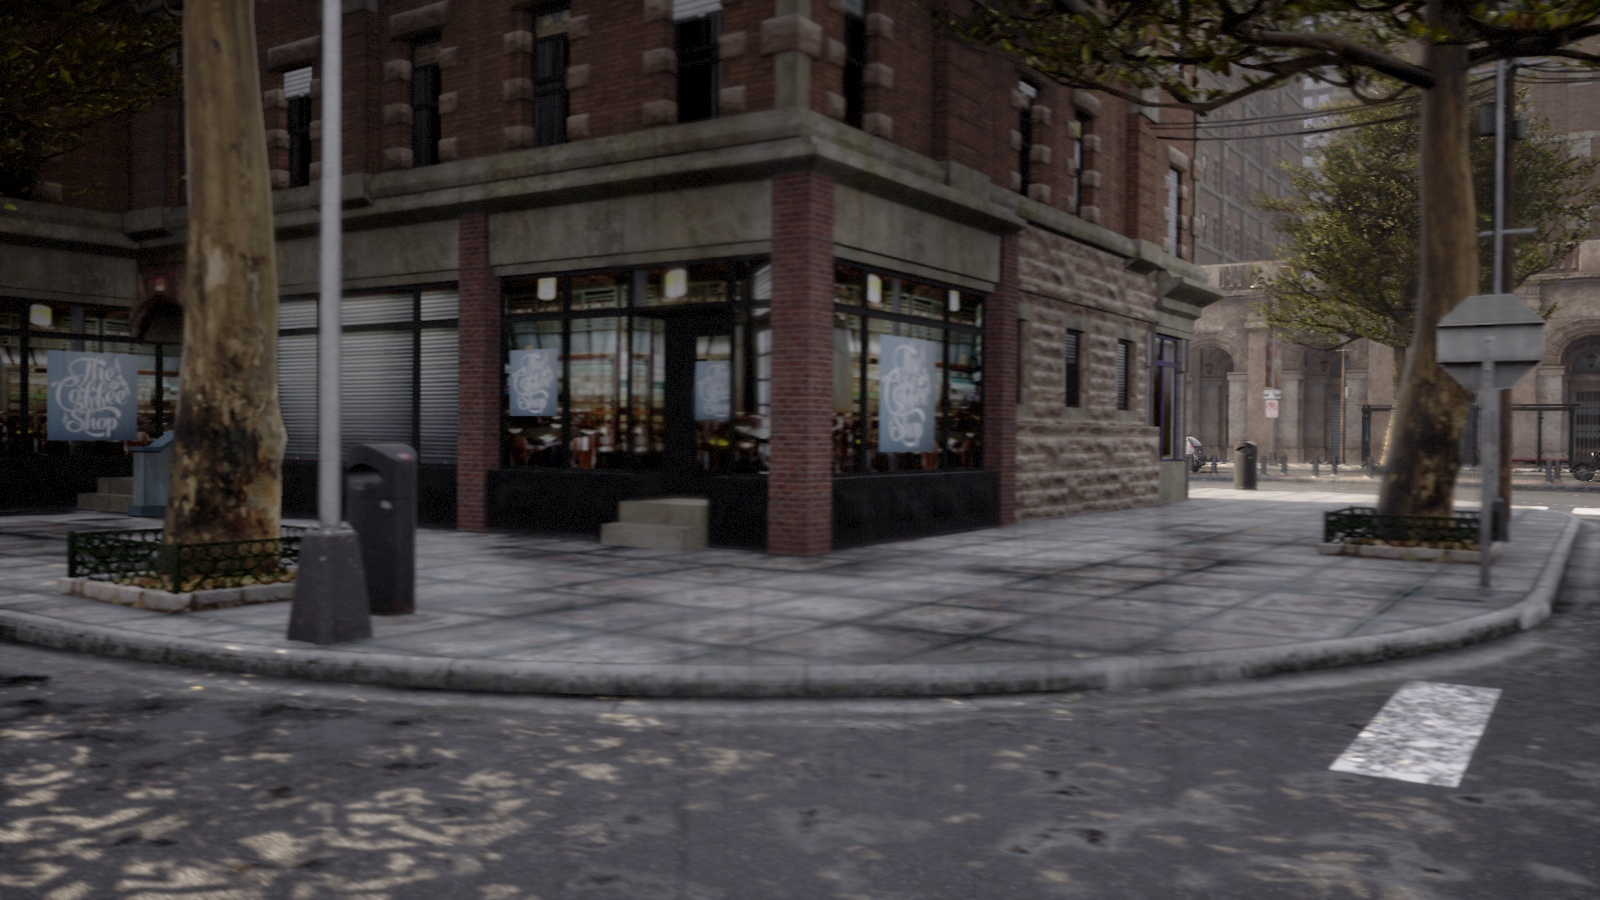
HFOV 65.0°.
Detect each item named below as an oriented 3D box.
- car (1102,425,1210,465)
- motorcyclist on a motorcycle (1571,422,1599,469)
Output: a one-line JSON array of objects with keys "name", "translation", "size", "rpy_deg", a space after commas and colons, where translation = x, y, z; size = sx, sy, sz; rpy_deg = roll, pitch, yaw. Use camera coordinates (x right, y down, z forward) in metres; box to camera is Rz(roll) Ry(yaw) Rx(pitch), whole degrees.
[{"name": "car", "translation": [15.034, -0.231, 53.096], "size": [3.988, 1.617, 1.851], "rpy_deg": [0, 1, 34]}, {"name": "motorcyclist on a motorcycle", "translation": [28.488, -0.179, 44.130], "size": [2.350, 1.649, 0.766], "rpy_deg": [0, 1, 34]}]
